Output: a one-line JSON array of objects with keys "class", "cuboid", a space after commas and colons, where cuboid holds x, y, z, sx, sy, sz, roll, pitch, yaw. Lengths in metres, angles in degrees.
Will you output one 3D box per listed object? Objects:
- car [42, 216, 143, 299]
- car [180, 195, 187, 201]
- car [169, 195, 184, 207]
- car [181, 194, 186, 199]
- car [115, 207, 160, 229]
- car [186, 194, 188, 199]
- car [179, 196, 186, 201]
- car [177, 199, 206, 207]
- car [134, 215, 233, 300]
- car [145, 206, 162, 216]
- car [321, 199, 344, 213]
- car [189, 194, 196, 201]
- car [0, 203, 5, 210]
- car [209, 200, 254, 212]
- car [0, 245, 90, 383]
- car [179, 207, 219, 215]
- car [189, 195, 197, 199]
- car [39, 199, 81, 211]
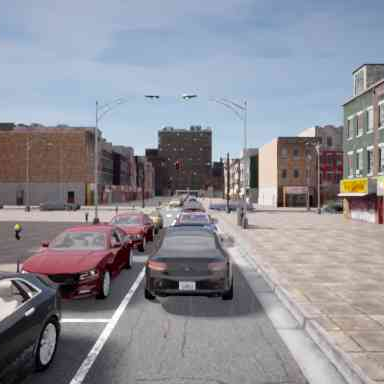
[{"class": "car", "cuboid": [-2.619, 1.547, 8.454, 1.887, 1.381, 4.507, 0, 0, 0]}, {"class": "car", "cuboid": [-2.471, 1.664, 94.952, 1.967, 1.590, 4.097, 0, 0, 0]}, {"class": "car", "cuboid": [-2.546, 1.601, 51.230, 1.752, 1.417, 4.829, 0, 0, 0]}, {"class": "car", "cuboid": [-2.536, 1.406, 56.843, 2.192, 1.841, 5.009, 0, 0, 0]}, {"class": "car", "cuboid": [-2.610, 1.552, 13.949, 1.887, 1.381, 4.507, 0, 0, 0]}, {"class": "car", "cuboid": [-2.500, 1.689, 78.449, 1.752, 1.417, 4.829, 0, 0, 0]}, {"class": "car", "cuboid": [-2.481, 1.749, 89.508, 1.887, 1.381, 4.507, 0, 0, 0]}, {"class": "car", "cuboid": [0.156, 1.527, 25.985, 1.837, 1.490, 4.892, 0, 0, 2]}, {"class": "car", "cuboid": [-0.041, 1.529, 8.306, 1.812, 1.442, 4.674, 0, 0, 1]}, {"class": "car", "cuboid": [-2.601, 1.538, 19.272, 1.752, 1.417, 4.829, 0, 0, 0]}, {"class": "car", "cuboid": [17.793, 1.630, 39.610, 4.553, 1.767, 2.097, 1, 0, 0]}, {"class": "car", "cuboid": [0.159, 1.569, 91.860, 2.097, 1.767, 4.553, 0, 0, 0]}, {"class": "car", "cuboid": [-23.224, 1.379, 36.525, 4.892, 1.490, 1.837, 1, 0, 0]}, {"class": "car", "cuboid": [4.669, 1.656, 39.565, 5.357, 1.411, 2.033, 1, 0, 0]}, {"class": "car", "cuboid": [-2.629, 1.551, 2.960, 2.008, 1.369, 4.403, 0, 0, 0]}, {"class": "car", "cuboid": [0.121, 1.610, 15.684, 1.895, 1.301, 4.718, 0, 0, 0]}, {"class": "car", "cuboid": [0.141, 1.771, 81.695, 1.895, 1.301, 4.718, 0, 0, 0]}, {"class": "car", "cuboid": [-14.474, 1.502, 36.553, 4.181, 1.385, 1.994, 0, 0, 0]}]
